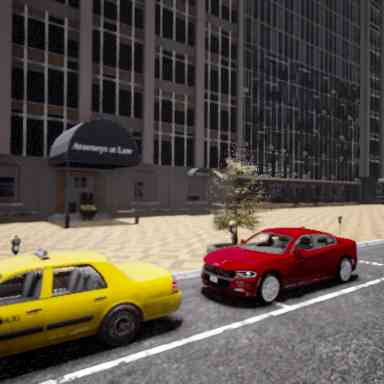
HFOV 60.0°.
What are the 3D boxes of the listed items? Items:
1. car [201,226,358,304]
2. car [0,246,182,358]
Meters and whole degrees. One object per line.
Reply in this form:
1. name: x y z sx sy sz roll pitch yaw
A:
1. car: 2.286 1.561 8.179 4.507 1.381 1.887 0 0 -35
2. car: -2.447 1.527 4.804 4.829 1.417 1.752 0 0 -35
